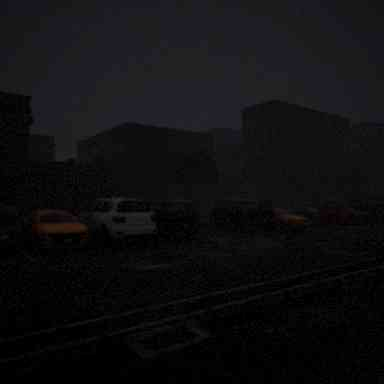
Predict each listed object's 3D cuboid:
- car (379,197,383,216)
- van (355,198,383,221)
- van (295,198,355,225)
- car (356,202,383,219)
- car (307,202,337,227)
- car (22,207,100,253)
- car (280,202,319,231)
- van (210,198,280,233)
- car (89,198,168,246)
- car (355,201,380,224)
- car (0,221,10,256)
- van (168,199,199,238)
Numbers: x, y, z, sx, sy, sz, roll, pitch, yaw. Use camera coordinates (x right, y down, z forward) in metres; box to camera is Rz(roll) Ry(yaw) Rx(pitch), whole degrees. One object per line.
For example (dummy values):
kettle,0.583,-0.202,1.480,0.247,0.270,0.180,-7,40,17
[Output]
car,23.210,1.600,35.152,2.435,2.045,5.566,1,0,-35
van,14.308,1.519,28.634,1.878,1.987,4.442,1,0,-35
van,9.680,1.464,25.625,1.878,1.987,4.442,1,0,-35
car,18.836,1.800,31.996,2.097,1.535,5.008,1,0,-35
car,7.502,1.703,23.927,2.002,1.452,4.674,1,0,-35
car,-5.977,1.522,14.338,2.097,1.535,5.008,1,0,-35
car,5.362,1.635,22.179,1.946,1.575,5.366,1,0,-35
van,2.941,1.386,20.826,1.878,1.987,4.442,1,0,-35
car,-3.744,1.291,15.956,2.435,2.045,5.566,1,0,-35
car,11.989,1.717,27.133,2.097,1.535,5.008,1,0,-35
car,-8.222,1.542,12.735,2.002,1.452,4.674,0,0,-35
van,-1.549,1.339,17.628,1.878,1.987,4.442,1,0,-35
